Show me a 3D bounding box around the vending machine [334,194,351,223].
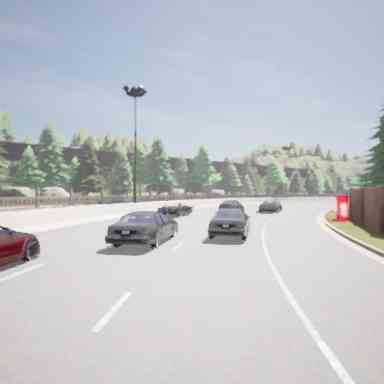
[{"bbox_3d":[11.288,1.233,24.973,1.100,2.100,0.880,0,0,19],"label":"vending machine"}]

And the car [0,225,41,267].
[{"bbox_3d":[-6.199,1.532,9.473,1.994,1.385,4.181,0,0,6],"label":"car"}]

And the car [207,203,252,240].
[{"bbox_3d":[2.016,1.548,17.173,2.033,1.411,5.357,0,0,12],"label":"car"}]

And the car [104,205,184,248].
[{"bbox_3d":[-2.004,1.532,14.701,2.033,1.411,5.357,0,0,10],"label":"car"}]

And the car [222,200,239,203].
[{"bbox_3d":[4.162,1.527,35.276,1.812,1.442,4.674,0,0,23],"label":"car"}]

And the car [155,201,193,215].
[{"bbox_3d":[-1.406,1.580,30.671,1.895,1.301,4.718,0,0,19],"label":"car"}]

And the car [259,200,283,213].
[{"bbox_3d":[8.788,1.585,36.981,1.994,1.385,4.181,0,0,25],"label":"car"}]
